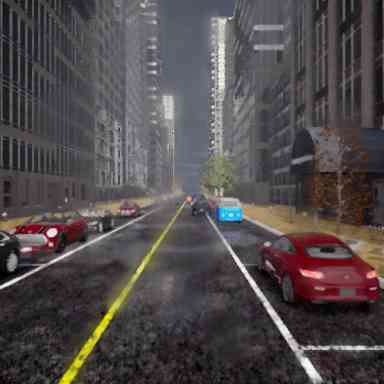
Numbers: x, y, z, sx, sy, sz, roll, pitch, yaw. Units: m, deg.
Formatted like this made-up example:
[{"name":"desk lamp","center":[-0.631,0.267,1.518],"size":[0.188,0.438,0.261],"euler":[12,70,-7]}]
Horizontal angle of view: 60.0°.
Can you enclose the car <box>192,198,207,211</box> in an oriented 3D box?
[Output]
[{"name":"car","center":[0.894,1.542,42.909],"size":[1.812,1.442,4.674],"euler":[0,0,0]}]

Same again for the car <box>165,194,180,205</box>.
[{"name":"car","center":[-3.058,1.565,57.764],"size":[2.033,1.411,5.357],"euler":[0,0,1]}]

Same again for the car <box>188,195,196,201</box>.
[{"name":"car","center":[-0.012,1.474,83.671],"size":[1.812,1.442,4.674],"euler":[0,0,0]}]

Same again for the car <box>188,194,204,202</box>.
[{"name":"car","center":[0.893,1.242,48.939],"size":[2.150,2.045,5.566],"euler":[0,0,0]}]

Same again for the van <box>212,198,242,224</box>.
[{"name":"van","center":[2.686,1.354,24.891],"size":[1.690,1.788,3.998],"euler":[0,0,0]}]

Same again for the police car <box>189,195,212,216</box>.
[{"name":"police car","center":[0.895,1.440,33.019],"size":[1.930,1.638,5.238],"euler":[0,0,0]}]

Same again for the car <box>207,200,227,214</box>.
[{"name":"car","center":[2.685,1.597,36.275],"size":[1.802,1.307,4.206],"euler":[0,0,0]}]

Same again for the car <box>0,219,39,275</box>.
[{"name":"car","center":[-5.692,1.558,7.815],"size":[2.008,1.369,4.403],"euler":[0,0,0]}]

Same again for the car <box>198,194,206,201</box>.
[{"name":"car","center":[2.679,1.428,87.507],"size":[1.967,1.590,4.097],"euler":[0,0,0]}]

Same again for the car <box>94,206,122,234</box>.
[{"name":"car","center":[-5.694,1.562,19.200],"size":[2.008,1.369,4.403],"euler":[0,0,0]}]

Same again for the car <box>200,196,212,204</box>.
[{"name":"car","center":[2.682,1.566,64.737],"size":[2.008,1.369,4.403],"euler":[0,0,0]}]

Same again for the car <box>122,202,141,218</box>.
[{"name":"car","center":[-5.695,1.595,30.584],"size":[1.802,1.307,4.206],"euler":[0,0,0]}]

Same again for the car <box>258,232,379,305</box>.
[{"name":"car","center":[2.688,1.589,7.814],"size":[1.802,1.307,4.206],"euler":[0,0,0]}]

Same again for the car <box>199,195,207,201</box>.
[{"name":"car","center":[2.680,1.436,81.815],"size":[1.967,1.590,4.097],"euler":[0,0,0]}]

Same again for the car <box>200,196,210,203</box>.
[{"name":"car","center":[2.681,1.561,70.430],"size":[2.008,1.369,4.403],"euler":[0,0,0]}]

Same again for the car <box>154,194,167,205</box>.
[{"name":"car","center":[-5.699,1.568,59.047],"size":[2.008,1.369,4.403],"euler":[0,0,0]}]

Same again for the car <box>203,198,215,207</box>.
[{"name":"car","center":[2.683,1.600,53.353],"size":[1.802,1.307,4.206],"euler":[0,0,0]}]

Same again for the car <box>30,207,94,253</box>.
[{"name":"car","center":[-5.693,1.450,13.508],"size":[1.967,1.590,4.097],"euler":[0,0,0]}]

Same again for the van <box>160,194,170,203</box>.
[{"name":"van","center":[-5.700,1.352,70.433],"size":[1.690,1.788,3.998],"euler":[0,0,0]}]
